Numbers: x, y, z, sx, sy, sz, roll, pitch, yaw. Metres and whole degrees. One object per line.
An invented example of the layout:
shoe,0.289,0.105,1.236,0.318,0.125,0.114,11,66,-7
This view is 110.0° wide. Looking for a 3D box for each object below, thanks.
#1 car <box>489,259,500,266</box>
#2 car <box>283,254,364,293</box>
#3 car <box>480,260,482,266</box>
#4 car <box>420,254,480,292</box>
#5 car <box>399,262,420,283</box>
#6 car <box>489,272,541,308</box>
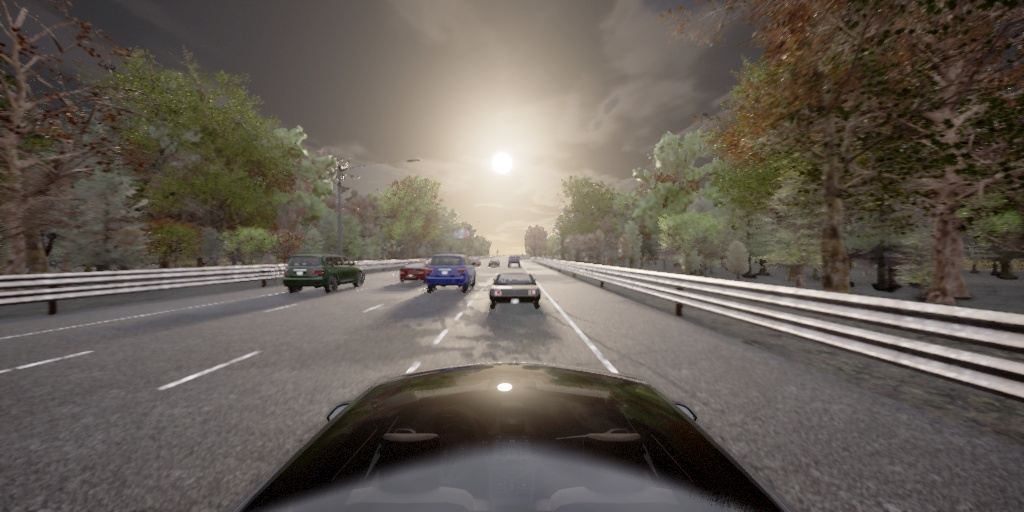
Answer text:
car,-3.098,1.203,64.604,1.895,1.301,4.718,0,0,0
car,-10.377,0.927,20.231,2.150,2.045,5.566,0,0,0
car,-6.598,1.166,64.558,1.994,1.385,4.181,0,0,0
car,-3.376,0.926,20.744,2.150,2.045,5.566,0,0,0
car,-6.855,1.166,26.756,1.882,1.535,5.008,0,0,0
car,0.111,1.318,14.923,1.895,1.301,4.718,0,0,0
